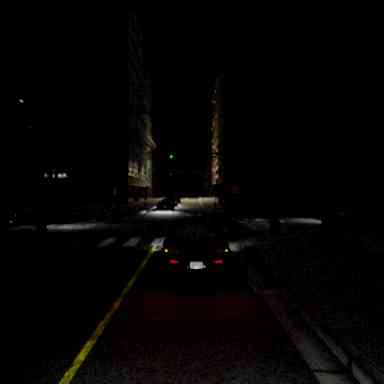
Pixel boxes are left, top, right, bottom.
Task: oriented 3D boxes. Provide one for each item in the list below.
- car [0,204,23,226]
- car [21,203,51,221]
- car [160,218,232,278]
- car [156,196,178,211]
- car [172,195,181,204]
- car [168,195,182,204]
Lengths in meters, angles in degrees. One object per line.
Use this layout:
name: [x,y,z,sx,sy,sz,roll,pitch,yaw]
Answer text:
car: [-14.071,1.672,21.786,4.718,1.301,1.895,-1,0,-1]
car: [-14.391,1.638,27.710,4.829,1.417,1.752,-1,0,0]
car: [0.103,1.506,9.933,1.812,1.442,4.674,0,0,0]
car: [-3.092,1.477,39.723,1.994,1.385,4.181,0,0,0]
car: [-3.071,1.393,49.676,1.837,1.490,4.892,0,0,0]
car: [-2.995,1.353,59.765,2.128,1.511,4.902,0,0,0]
